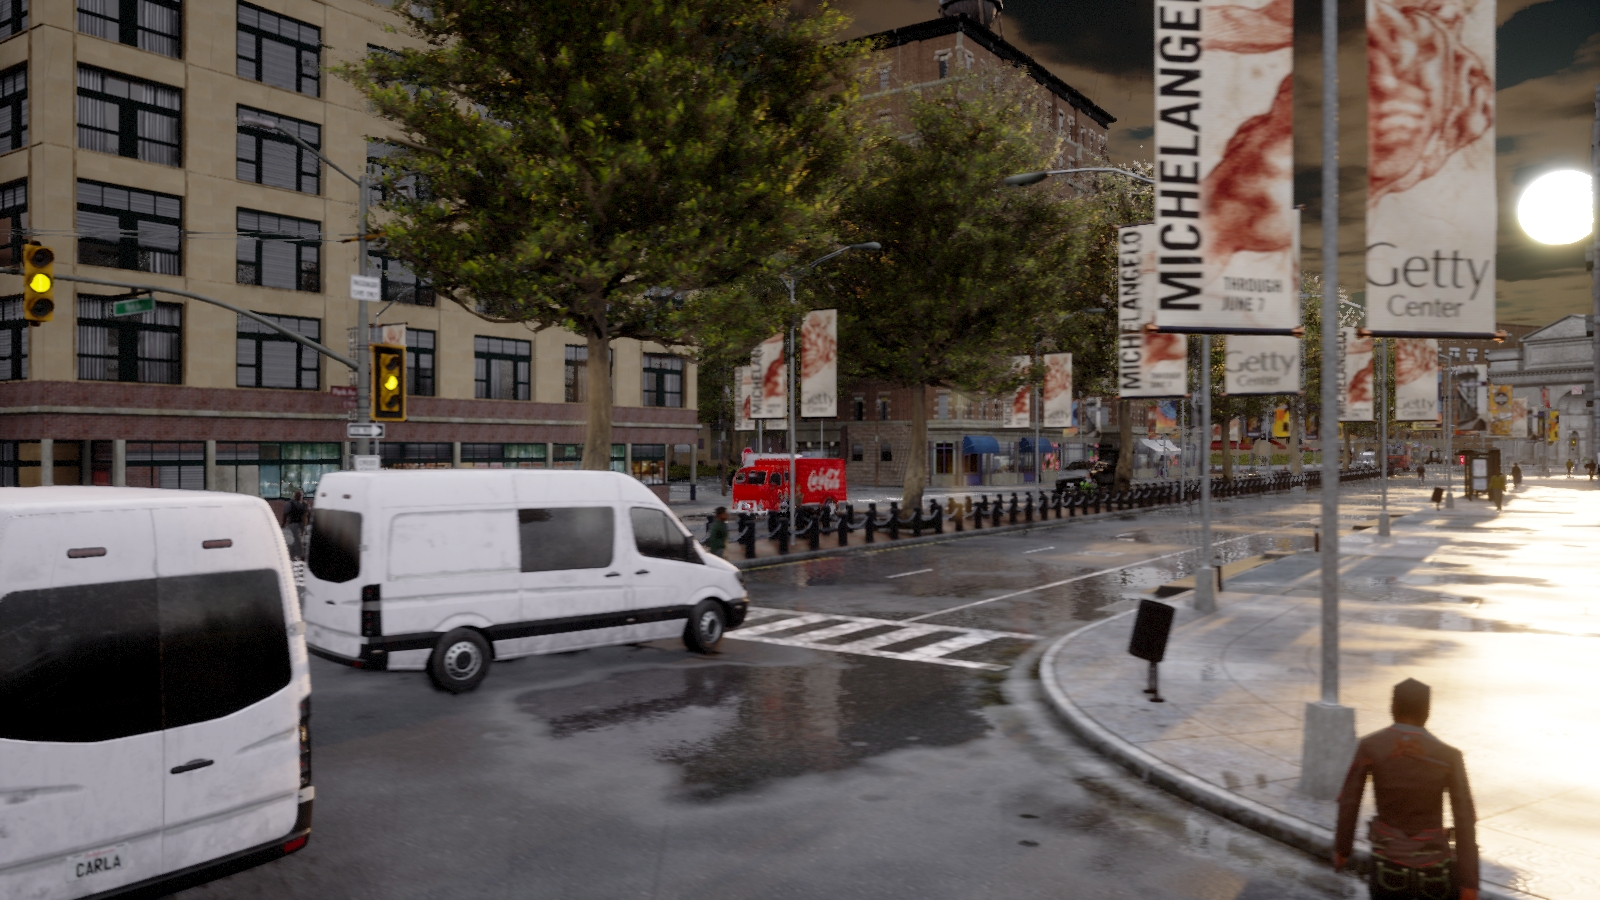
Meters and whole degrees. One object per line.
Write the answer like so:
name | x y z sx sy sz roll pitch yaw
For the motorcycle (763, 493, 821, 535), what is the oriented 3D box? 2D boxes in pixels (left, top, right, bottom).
motorcycle | -0.246 2.166 39.087 0.764 1.277 2.356 0 0 35

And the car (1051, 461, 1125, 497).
car | 18.114 1.749 71.619 2.390 2.098 6.274 0 0 35

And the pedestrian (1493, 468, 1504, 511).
pedestrian | 30.178 1.696 49.373 0.375 1.860 0.375 0 0 36

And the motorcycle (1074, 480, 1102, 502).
motorcycle | 15.637 2.209 61.923 0.803 1.145 2.033 0 0 35

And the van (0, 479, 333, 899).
van | -5.865 1.533 7.911 5.915 2.561 1.988 0 0 35

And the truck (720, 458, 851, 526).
truck | -0.494 1.564 44.857 2.627 2.467 5.204 0 0 35

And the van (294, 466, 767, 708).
van | -3.318 1.532 15.185 5.915 2.561 1.988 0 0 -43

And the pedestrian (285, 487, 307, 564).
pedestrian | -12.352 1.844 27.990 0.375 1.860 0.375 0 0 40

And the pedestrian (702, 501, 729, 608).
pedestrian | -1.500 1.846 20.286 0.375 1.860 0.375 0 0 19

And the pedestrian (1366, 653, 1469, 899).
pedestrian | 2.662 1.849 4.926 0.375 1.860 0.375 0 0 30
